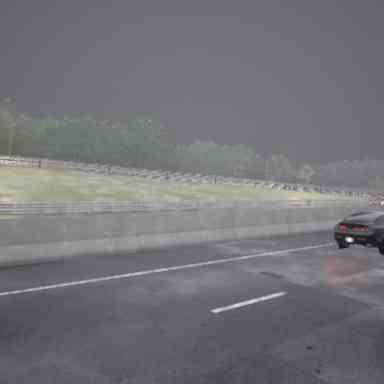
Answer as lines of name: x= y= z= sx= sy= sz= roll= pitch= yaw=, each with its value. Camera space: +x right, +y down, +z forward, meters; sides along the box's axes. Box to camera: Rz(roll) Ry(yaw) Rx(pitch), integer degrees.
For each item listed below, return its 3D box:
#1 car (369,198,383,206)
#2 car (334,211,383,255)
car: x=28.605 y=1.616 z=49.949 sx=4.553 sy=1.767 sz=2.097 roll=0 pitch=0 yaw=-35
car: x=7.759 y=1.573 z=13.608 sx=4.892 sy=1.490 sz=1.837 roll=2 pitch=-1 yaw=-35
